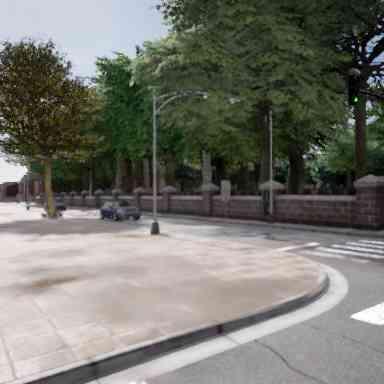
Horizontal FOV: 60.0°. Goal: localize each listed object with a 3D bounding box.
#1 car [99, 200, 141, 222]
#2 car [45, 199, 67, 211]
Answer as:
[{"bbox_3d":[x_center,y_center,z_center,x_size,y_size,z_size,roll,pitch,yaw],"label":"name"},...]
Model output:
[{"bbox_3d":[-6.076,1.500,27.884,2.097,1.767,4.553,-1,0,-35],"label":"car"},{"bbox_3d":[-18.812,1.759,45.895,2.097,1.767,4.553,-1,0,-35],"label":"car"}]
